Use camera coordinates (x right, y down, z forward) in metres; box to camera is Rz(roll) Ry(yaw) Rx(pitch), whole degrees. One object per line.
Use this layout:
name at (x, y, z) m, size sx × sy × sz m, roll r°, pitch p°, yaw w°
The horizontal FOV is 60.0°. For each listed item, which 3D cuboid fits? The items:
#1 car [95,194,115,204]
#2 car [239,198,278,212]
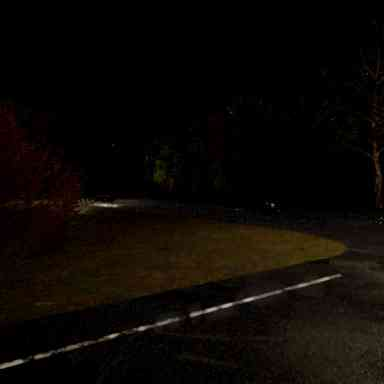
car at (-13.644, 1.035, 51.875) m, size 1.882 × 1.535 × 5.008 m, roll -1°, pitch 1°, yaw -34°
car at (6.790, 1.252, 34.200) m, size 1.994 × 1.385 × 4.181 m, roll 0°, pitch 1°, yaw -34°
